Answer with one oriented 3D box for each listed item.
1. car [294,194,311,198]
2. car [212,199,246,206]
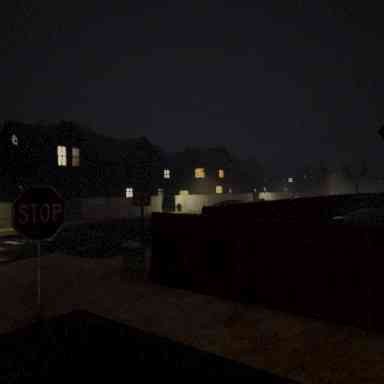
[{"bbox_3d":[15.233,1.032,45.913,2.033,1.411,5.357,-1,0,35],"label":"car"},{"bbox_3d":[2.898,1.233,23.861,2.033,1.411,5.357,-1,0,36],"label":"car"}]
